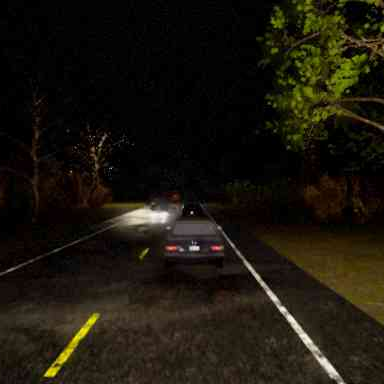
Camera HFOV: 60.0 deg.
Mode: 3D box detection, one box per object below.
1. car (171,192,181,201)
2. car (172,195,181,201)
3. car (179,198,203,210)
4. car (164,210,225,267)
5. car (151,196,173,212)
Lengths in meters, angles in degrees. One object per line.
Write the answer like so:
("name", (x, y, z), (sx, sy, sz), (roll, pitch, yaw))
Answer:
("car", (-3.717, 1.098, 76.580), (2.150, 2.045, 5.566), (0, 0, -2))
("car", (-3.862, 1.448, 84.025), (2.128, 1.511, 4.902), (0, 0, 0))
("car", (-0.011, 1.554, 31.554), (1.837, 1.490, 4.892), (0, 0, 0))
("car", (0.065, 1.567, 11.464), (2.033, 1.411, 5.357), (0, 0, 0))
("car", (-3.802, 1.547, 39.646), (2.128, 1.511, 4.902), (0, 0, -1))
